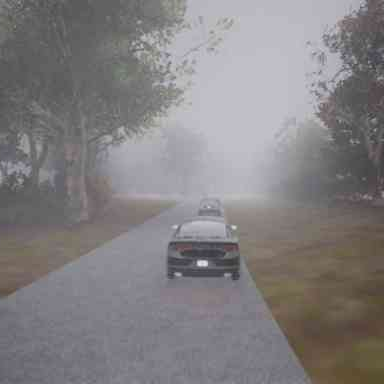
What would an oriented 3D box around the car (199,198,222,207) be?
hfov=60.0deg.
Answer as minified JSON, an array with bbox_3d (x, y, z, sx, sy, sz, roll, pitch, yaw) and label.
[{"bbox_3d":[1.537,1.188,28.342,2.033,1.411,5.357,0,1,5],"label":"car"}]

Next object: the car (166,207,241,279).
[{"bbox_3d":[0.372,1.475,10.158,1.882,1.535,5.008,0,1,3],"label":"car"}]
